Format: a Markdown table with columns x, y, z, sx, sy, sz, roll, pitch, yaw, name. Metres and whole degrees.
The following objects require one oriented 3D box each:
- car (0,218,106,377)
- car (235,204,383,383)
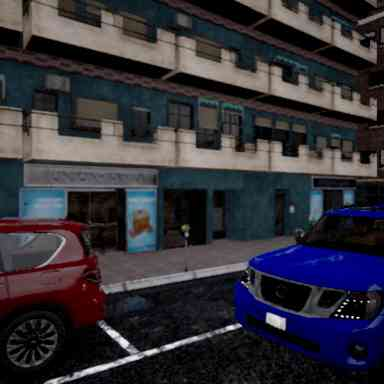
| x | y | z | sx | sy | sz | roll | pitch | yaw | name |
| --- | --- | --- | --- | --- | --- | --- | --- | --- | --- |
| -3.569 | 1.310 | 4.027 | 5.009 | 1.841 | 2.192 | 1 | -1 | -36 | car |
| 3.289 | 1.267 | 5.729 | 5.566 | 2.045 | 2.150 | 1 | 0 | -36 | car |
